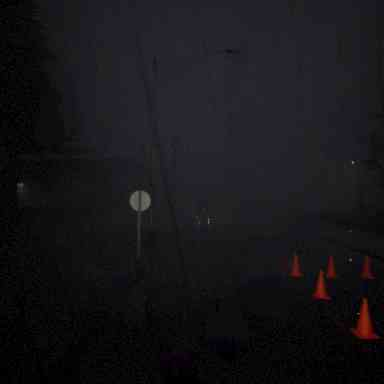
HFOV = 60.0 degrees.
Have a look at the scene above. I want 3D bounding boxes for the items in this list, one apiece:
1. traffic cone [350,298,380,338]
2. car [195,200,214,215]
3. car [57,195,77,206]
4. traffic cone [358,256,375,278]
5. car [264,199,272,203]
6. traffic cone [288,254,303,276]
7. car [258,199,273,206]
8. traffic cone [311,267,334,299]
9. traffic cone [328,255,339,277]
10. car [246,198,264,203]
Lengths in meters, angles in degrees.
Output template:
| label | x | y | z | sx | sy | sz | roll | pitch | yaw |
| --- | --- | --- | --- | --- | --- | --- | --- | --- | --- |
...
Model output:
| label | x | y | z | sx | sy | sz | roll | pitch | yaw |
| --- | --- | --- | --- | --- | --- | --- | --- | --- | --- |
| traffic cone | 2.845 | 2.043 | 5.483 | 0.340 | 0.580 | 0.340 | 1 | 0 | 2 |
| car | 1.368 | 1.682 | 37.531 | 2.128 | 1.511 | 4.902 | 1 | 0 | 2 |
| car | -18.172 | 1.214 | 48.284 | 1.845 | 1.501 | 3.633 | 1 | 0 | 2 |
| traffic cone | 4.952 | 2.106 | 9.427 | 0.340 | 0.580 | 0.340 | 1 | 0 | 2 |
| car | 17.735 | 2.250 | 79.854 | 1.853 | 1.218 | 4.536 | 1 | 0 | 32 |
| traffic cone | 2.953 | 2.062 | 9.481 | 0.340 | 0.580 | 0.340 | 1 | 0 | 2 |
| car | 17.758 | 2.408 | 79.898 | 2.038 | 1.542 | 4.974 | 1 | 0 | 32 |
| traffic cone | 2.899 | 2.052 | 7.482 | 0.340 | 0.580 | 0.340 | 1 | 0 | 2 |
| traffic cone | 3.953 | 2.084 | 9.454 | 0.340 | 0.580 | 0.340 | 1 | 0 | 2 |
| car | 14.978 | 2.104 | 80.322 | 3.633 | 1.501 | 1.845 | 1 | 0 | 13 |
